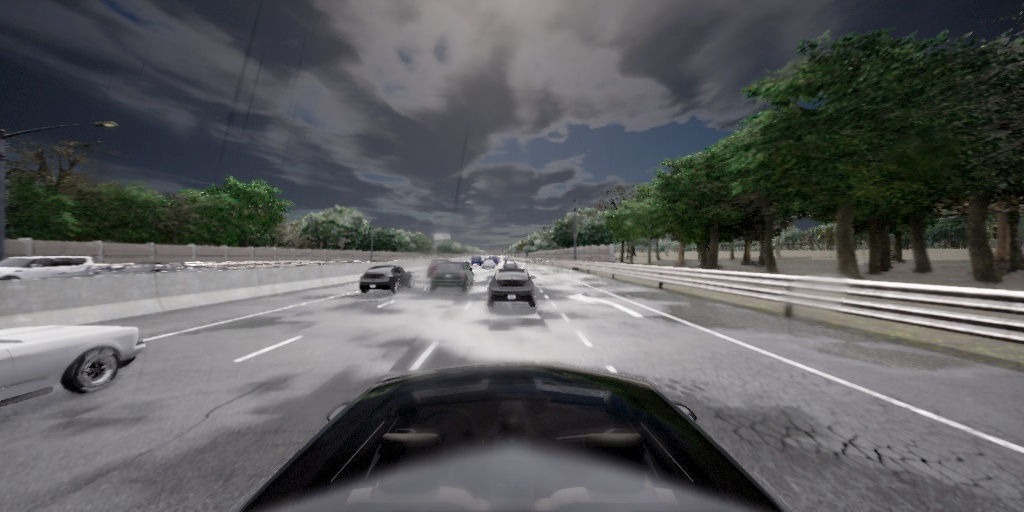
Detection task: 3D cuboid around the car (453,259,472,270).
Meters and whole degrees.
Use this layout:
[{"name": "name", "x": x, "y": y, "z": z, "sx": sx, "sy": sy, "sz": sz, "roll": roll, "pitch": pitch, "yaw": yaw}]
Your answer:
[{"name": "car", "x": -7.261, "y": 1.279, "z": 53.304, "sx": 2.128, "sy": 1.511, "sz": 4.902, "roll": 0, "pitch": 0, "yaw": -1}]

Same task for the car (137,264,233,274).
[{"name": "car", "x": -17.629, "y": 1.321, "z": 20.606, "sx": 2.033, "sy": 1.411, "sz": 5.357, "roll": 0, "pitch": 0, "yaw": 0}]

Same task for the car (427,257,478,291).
[{"name": "car", "x": -3.538, "y": 1.122, "z": 22.036, "sx": 2.097, "sy": 1.767, "sz": 4.553, "roll": 0, "pitch": 0, "yaw": 0}]

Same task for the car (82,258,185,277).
[{"name": "car", "x": -21.127, "y": 1.127, "z": 20.859, "sx": 2.097, "sy": 1.767, "sz": 4.553, "roll": 0, "pitch": 0, "yaw": 0}]

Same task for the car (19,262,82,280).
[{"name": "car", "x": -24.627, "y": 1.268, "z": 21.235, "sx": 2.128, "sy": 1.511, "sz": 4.902, "roll": 0, "pitch": 0, "yaw": 0}]

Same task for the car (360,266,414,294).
[{"name": "car", "x": -7.032, "y": 1.277, "z": 20.516, "sx": 1.837, "sy": 1.490, "sz": 4.892, "roll": 0, "pitch": 0, "yaw": 0}]

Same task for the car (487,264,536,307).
[{"name": "car", "x": -0.017, "y": 1.270, "z": 15.690, "sx": 1.837, "sy": 1.490, "sz": 4.892, "roll": 0, "pitch": 0, "yaw": 0}]

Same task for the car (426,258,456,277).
[{"name": "car", "x": -7.117, "y": 1.134, "z": 36.442, "sx": 2.097, "sy": 1.767, "sz": 4.553, "roll": 0, "pitch": 0, "yaw": 0}]

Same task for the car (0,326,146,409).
[{"name": "car", "x": -6.998, "y": 1.355, "z": 3.748, "sx": 1.895, "sy": 1.301, "sz": 4.718, "roll": 0, "pitch": 0, "yaw": 0}]

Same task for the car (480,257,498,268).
[{"name": "car", "x": -3.842, "y": 1.314, "z": 60.490, "sx": 1.812, "sy": 1.442, "sz": 4.674, "roll": 0, "pitch": 0, "yaw": -1}]

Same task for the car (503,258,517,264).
[{"name": "car", "x": -0.237, "y": 1.349, "z": 50.867, "sx": 1.994, "sy": 1.385, "sz": 4.181, "roll": 0, "pitch": 0, "yaw": -1}]

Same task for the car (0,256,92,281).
[{"name": "car", "x": -28.125, "y": 0.998, "z": 21.108, "sx": 2.150, "sy": 2.045, "sz": 5.566, "roll": 0, "pitch": 0, "yaw": 0}]
